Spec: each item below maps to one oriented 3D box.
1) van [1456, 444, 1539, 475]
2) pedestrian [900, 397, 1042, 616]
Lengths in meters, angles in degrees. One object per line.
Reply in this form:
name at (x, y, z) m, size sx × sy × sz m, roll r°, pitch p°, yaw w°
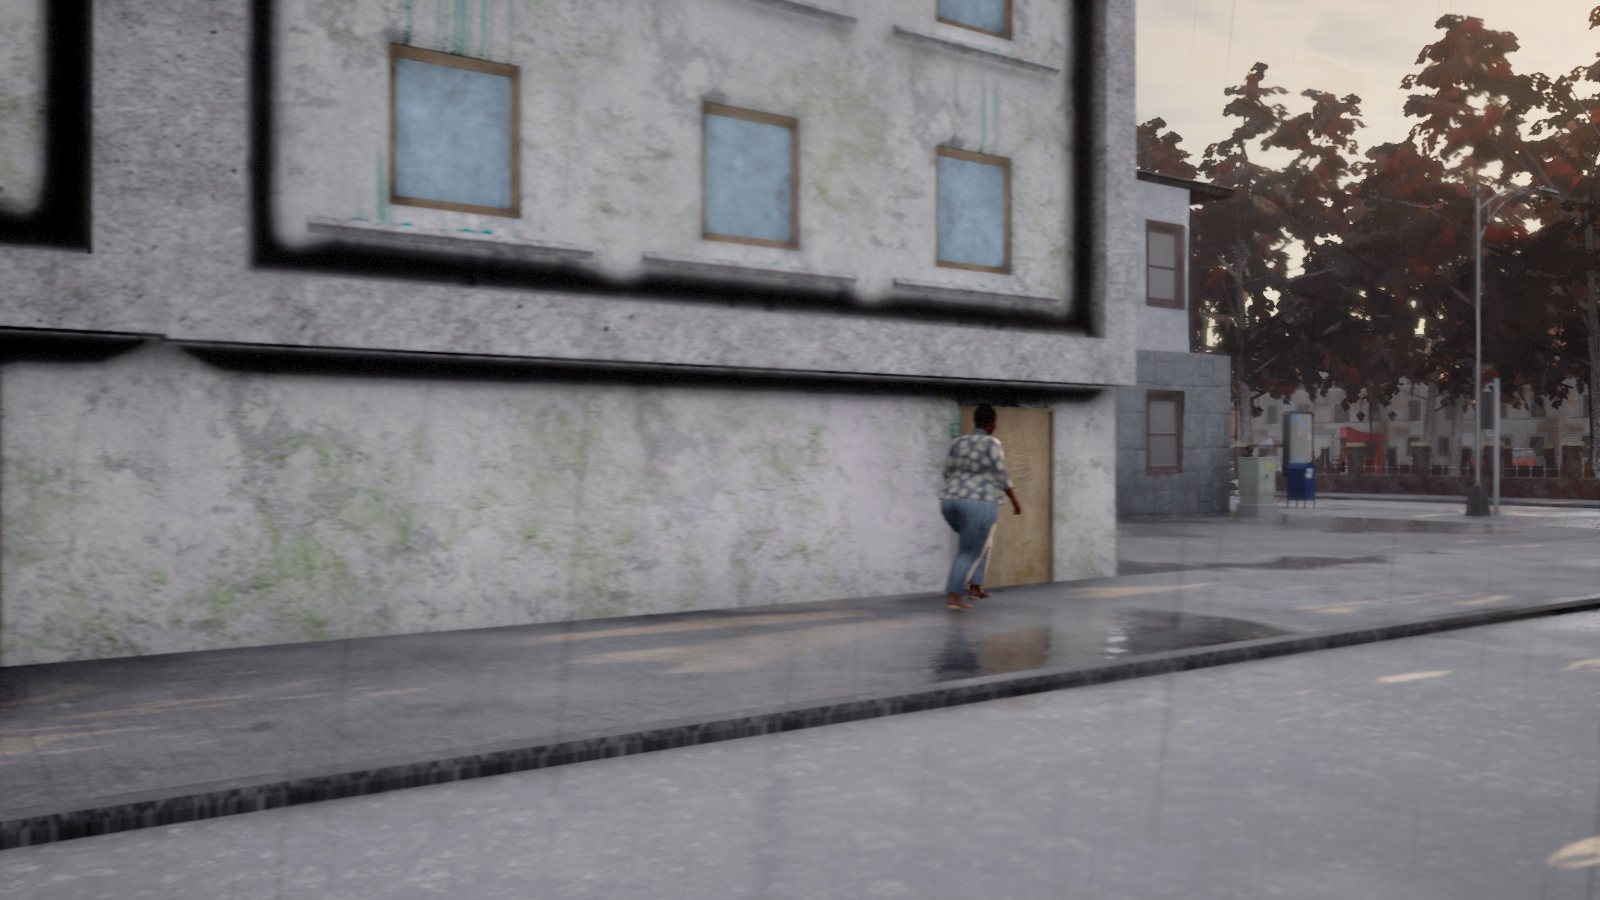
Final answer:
van at (45.916, 0.603, 82.774) m, size 1.775 × 1.987 × 4.442 m, roll 0°, pitch 0°, yaw -35°
pedestrian at (1.523, 0.479, 11.214) m, size 0.900 × 1.855 × 0.874 m, roll 0°, pitch 0°, yaw -34°
